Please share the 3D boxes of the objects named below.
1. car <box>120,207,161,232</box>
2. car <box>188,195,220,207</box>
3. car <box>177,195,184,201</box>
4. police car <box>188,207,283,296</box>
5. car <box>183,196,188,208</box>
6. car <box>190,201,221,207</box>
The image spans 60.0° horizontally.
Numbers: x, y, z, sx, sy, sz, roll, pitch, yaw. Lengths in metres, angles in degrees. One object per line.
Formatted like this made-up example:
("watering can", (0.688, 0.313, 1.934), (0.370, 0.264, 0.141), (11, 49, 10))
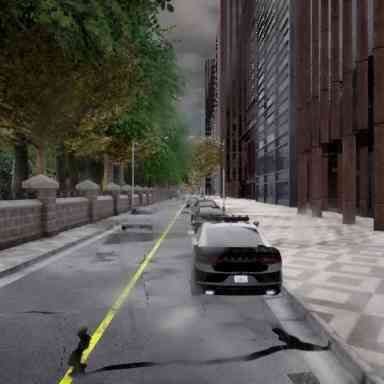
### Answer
("car", (-3.034, 1.588, 20.363), (1.895, 1.301, 4.718), (0, 0, 0))
("car", (0.981, 1.334, 24.670), (2.097, 1.767, 4.553), (0, 0, 0))
("car", (-2.719, 1.455, 83.003), (2.128, 1.511, 4.902), (0, 0, 0))
("police car", (0.927, 1.423, 8.810), (1.930, 1.638, 5.238), (0, 0, 0))
("car", (0.176, 1.509, 46.892), (2.033, 1.411, 5.357), (0, 0, 1))
("car", (0.960, 1.494, 18.700), (1.837, 1.490, 4.892), (0, 0, 0))
